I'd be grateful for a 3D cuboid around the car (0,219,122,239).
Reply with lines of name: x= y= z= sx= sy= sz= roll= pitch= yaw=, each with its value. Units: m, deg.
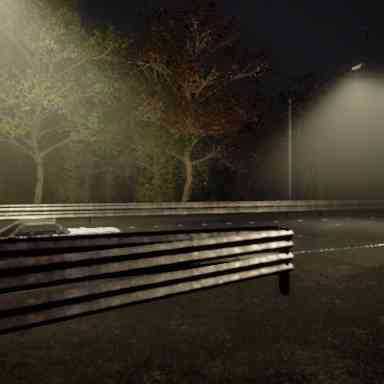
car: x=-4.497 y=1.512 z=10.539 sx=4.718 sy=1.301 sz=1.895 roll=0 pitch=0 yaw=-22
